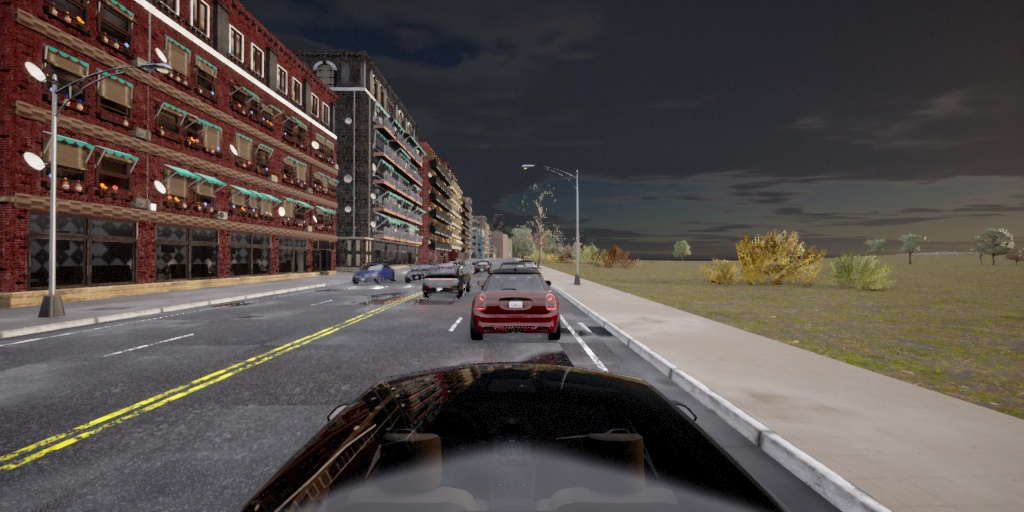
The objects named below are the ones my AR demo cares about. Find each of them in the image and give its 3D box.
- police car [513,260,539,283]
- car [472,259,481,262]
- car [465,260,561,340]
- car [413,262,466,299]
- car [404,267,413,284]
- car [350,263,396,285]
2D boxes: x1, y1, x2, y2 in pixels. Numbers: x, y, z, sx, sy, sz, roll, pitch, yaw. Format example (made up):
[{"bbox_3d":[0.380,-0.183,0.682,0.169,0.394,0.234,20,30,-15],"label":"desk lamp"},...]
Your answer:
[{"bbox_3d":[1.079,1.178,29.369,1.930,1.638,5.238,0,0,0],"label":"police car"},{"bbox_3d":[-3.238,1.278,41.077,1.812,1.442,4.674,0,0,0],"label":"car"},{"bbox_3d":[0.075,1.103,10.100,2.097,1.767,4.553,0,0,0],"label":"car"},{"bbox_3d":[-3.186,1.245,18.179,2.128,1.511,4.902,0,0,0],"label":"car"},{"bbox_3d":[-6.655,1.317,27.082,1.994,1.385,4.181,0,0,0],"label":"car"},{"bbox_3d":[-9.903,1.278,26.100,1.812,1.442,4.674,0,0,0],"label":"car"}]
